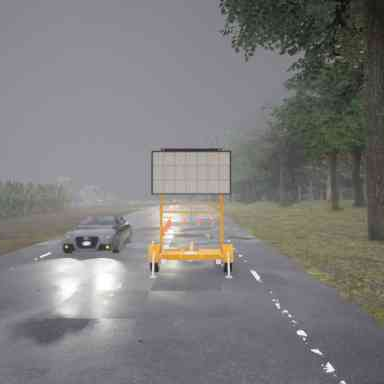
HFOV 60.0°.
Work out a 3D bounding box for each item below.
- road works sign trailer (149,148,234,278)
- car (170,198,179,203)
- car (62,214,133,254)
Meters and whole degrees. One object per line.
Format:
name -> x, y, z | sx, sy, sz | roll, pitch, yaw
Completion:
road works sign trailer -> -0.017, 0.480, 10.154 | 2.380, 3.560, 2.880 | 0, 0, 0
car -> -3.623, 1.966, 69.416 | 2.128, 1.511, 4.902 | 0, -1, 0
car -> -3.625, 1.588, 13.449 | 1.994, 1.385, 4.181 | 0, 0, 0
